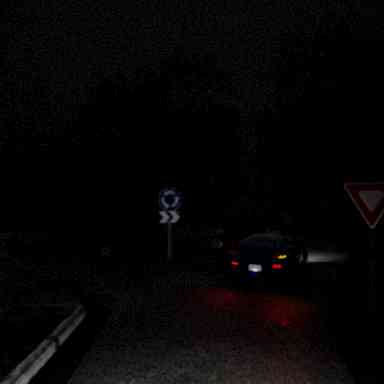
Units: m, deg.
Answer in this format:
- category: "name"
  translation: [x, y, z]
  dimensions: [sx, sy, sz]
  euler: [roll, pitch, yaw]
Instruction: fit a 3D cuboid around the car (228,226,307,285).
- category: "car"
  translation: [2.430, 1.769, 10.257]
  dimensions: [1.812, 1.442, 4.674]
  euler: [-1, -2, 23]
